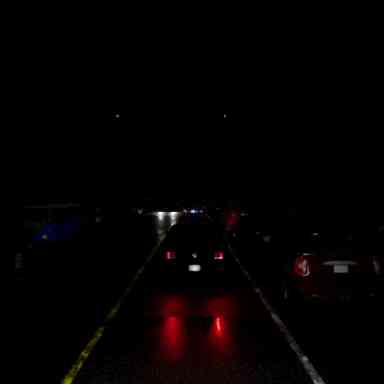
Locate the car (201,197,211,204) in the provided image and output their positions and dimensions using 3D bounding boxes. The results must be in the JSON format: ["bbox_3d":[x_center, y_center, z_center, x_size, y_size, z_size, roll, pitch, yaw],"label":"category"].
[{"bbox_3d":[2.910,1.795,70.127,1.802,1.307,4.206,0,0,0],"label":"car"}]

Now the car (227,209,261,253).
[{"bbox_3d":[2.788,1.606,13.764,1.947,1.339,4.313,0,0,0],"label":"car"}]

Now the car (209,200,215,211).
[{"bbox_3d":[2.825,1.655,30.673,1.947,1.339,4.313,0,0,0],"label":"car"}]

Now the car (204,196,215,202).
[{"bbox_3d":[2.849,1.562,41.945,1.967,1.590,4.097,0,0,0],"label":"car"}]

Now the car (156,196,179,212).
[{"bbox_3d":[-3.007,1.624,41.053,1.837,1.490,4.892,0,0,0],"label":"car"}]

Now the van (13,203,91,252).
[{"bbox_3d":[-5.737,1.381,13.774,1.690,1.788,3.998,0,0,0],"label":"van"}]

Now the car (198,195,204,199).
[{"bbox_3d":[2.481,1.679,58.826,1.837,1.490,4.892,0,0,0],"label":"car"}]

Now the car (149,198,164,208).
[{"bbox_3d":[-5.652,1.708,53.229,2.008,1.369,4.403,0,0,0],"label":"car"}]

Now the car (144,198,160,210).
[{"bbox_3d":[-5.664,1.664,47.423,1.752,1.417,4.829,0,0,0],"label":"car"}]

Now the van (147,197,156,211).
[{"bbox_3d":[-5.677,1.463,41.957,1.690,1.788,3.998,0,0,0],"label":"van"}]

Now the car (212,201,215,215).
[{"bbox_3d":[2.813,1.617,25.037,1.887,1.381,4.507,0,0,0],"label":"car"}]

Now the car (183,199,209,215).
[{"bbox_3d":[0.146,1.633,29.323,2.033,1.411,5.357,0,0,0],"label":"car"}]

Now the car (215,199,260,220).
[{"bbox_3d":[2.800,1.371,19.402,2.192,1.841,5.009,0,0,0],"label":"car"}]

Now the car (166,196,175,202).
[{"bbox_3d":[-5.579,1.823,87.049,2.008,1.369,4.403,0,0,0],"label":"car"}]

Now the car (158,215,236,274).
[{"bbox_3d":[0.086,1.632,10.594,1.895,1.301,4.718,0,0,0],"label":"car"}]

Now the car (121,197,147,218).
[{"bbox_3d":[-5.701,1.529,30.684,1.967,1.590,4.097,0,0,0],"label":"car"}]

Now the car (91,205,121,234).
[{"bbox_3d":[-5.725,1.497,19.410,1.967,1.590,4.097,0,0,0],"label":"car"}]

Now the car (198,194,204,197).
[{"bbox_3d":[2.934,1.834,81.399,1.802,1.307,4.206,0,0,0],"label":"car"}]

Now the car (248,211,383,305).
[{"bbox_3d":[2.776,1.464,8.128,1.967,1.590,4.097,0,0,0],"label":"car"}]

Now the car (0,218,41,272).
[{"bbox_3d":[-5.749,1.569,8.137,1.887,1.381,4.507,0,0,0],"label":"car"}]
